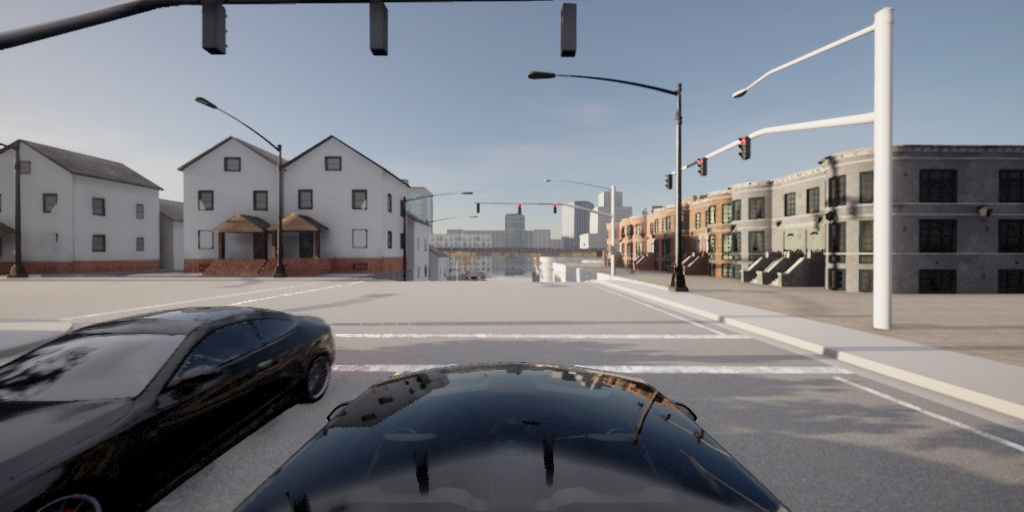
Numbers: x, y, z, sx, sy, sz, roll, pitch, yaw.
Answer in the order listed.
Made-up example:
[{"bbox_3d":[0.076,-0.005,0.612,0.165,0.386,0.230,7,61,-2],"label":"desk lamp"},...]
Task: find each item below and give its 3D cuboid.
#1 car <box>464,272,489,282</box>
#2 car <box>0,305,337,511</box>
[{"bbox_3d":[-3.539,2.598,36.352,2.150,2.045,5.566,-1,-12,0],"label":"car"},{"bbox_3d":[-3.503,1.320,3.564,1.812,1.442,4.674,0,1,0],"label":"car"}]
